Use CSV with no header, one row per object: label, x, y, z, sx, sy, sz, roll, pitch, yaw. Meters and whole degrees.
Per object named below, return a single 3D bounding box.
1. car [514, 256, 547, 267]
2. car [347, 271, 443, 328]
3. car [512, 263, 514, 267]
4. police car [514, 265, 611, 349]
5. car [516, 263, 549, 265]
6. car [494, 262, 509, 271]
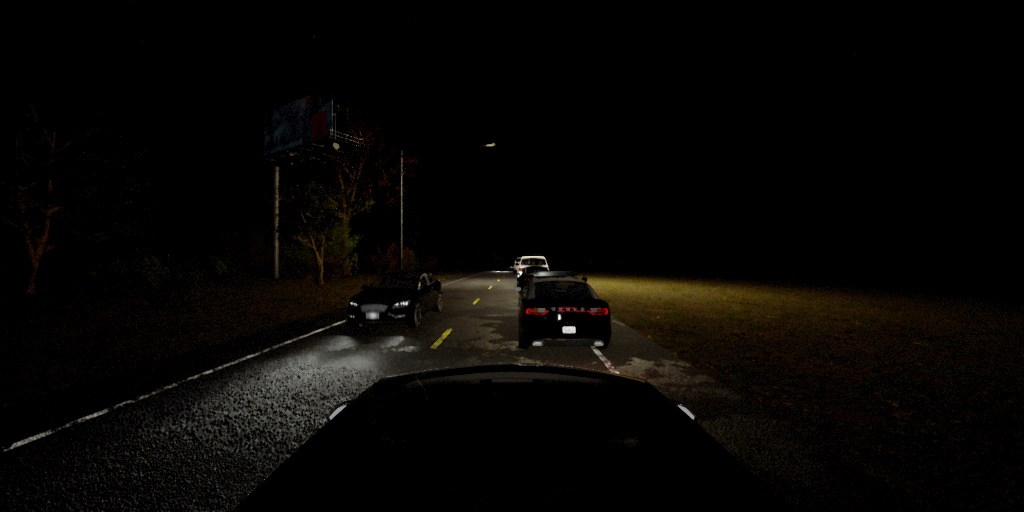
car,1.445,1.039,25.161,2.150,2.045,5.566,0,0,2
car,-3.499,1.254,11.546,2.128,1.511,4.902,0,0,1
car,1.392,1.192,46.506,2.150,2.045,5.566,0,0,4
police car,1.100,1.183,9.297,1.930,1.638,5.238,0,0,1
car,1.276,1.292,19.152,1.837,1.490,4.892,0,0,1
car,-1.576,1.607,54.964,1.994,1.385,4.181,0,0,4
